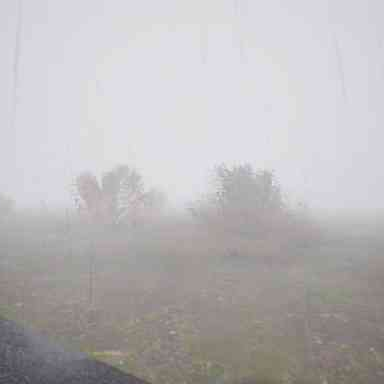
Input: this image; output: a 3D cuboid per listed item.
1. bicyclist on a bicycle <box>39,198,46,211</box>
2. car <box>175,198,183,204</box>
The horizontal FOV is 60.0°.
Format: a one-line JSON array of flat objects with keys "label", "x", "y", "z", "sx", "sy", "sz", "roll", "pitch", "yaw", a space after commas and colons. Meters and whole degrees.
[{"label": "bicyclist on a bicycle", "x": -19.410, "y": 1.665, "z": 43.257, "sx": 1.656, "sy": 1.620, "sz": 0.582, "roll": 0, "pitch": -1, "yaw": 36}, {"label": "car", "x": -2.188, "y": 2.037, "z": 74.027, "sx": 1.994, "sy": 1.385, "sz": 4.181, "roll": -1, "pitch": -1, "yaw": 36}]
